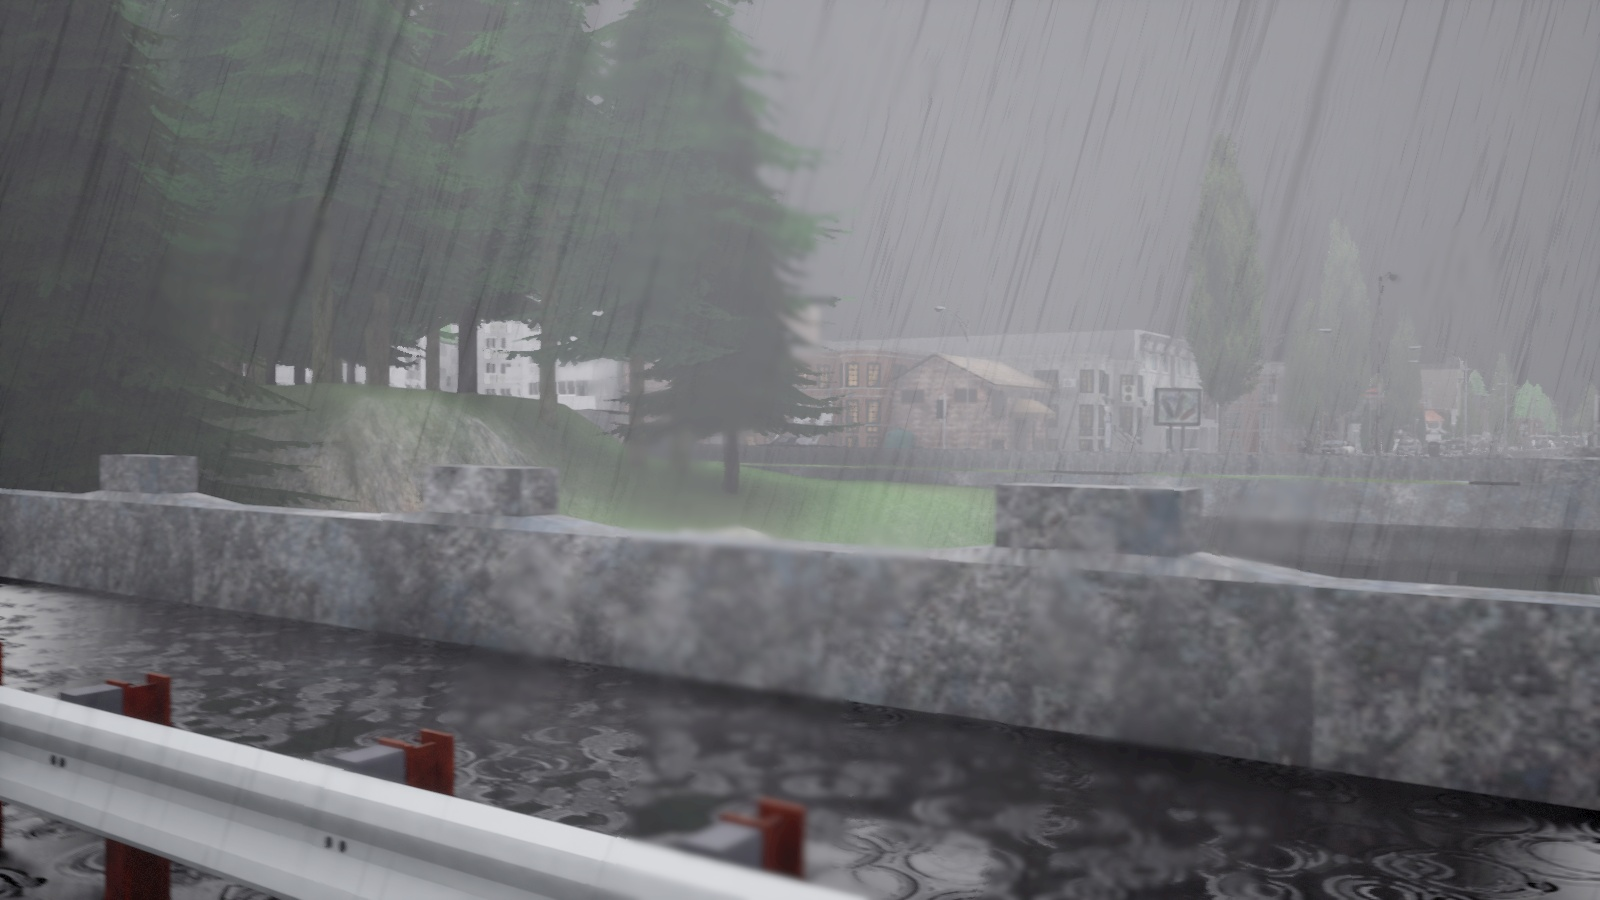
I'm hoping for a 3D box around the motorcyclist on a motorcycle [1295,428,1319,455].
[{"bbox_3d":[29.646,-0.504,73.428,0.866,1.530,2.191,0,1,34],"label":"motorcyclist on a motorcycle"}]

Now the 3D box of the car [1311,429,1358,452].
[{"bbox_3d":[34.205,-0.610,80.282,1.994,1.385,4.181,0,1,34],"label":"car"}]

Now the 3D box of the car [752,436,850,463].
[{"bbox_3d":[0.040,-0.038,63.687,4.718,1.301,1.895,0,1,34],"label":"car"}]
